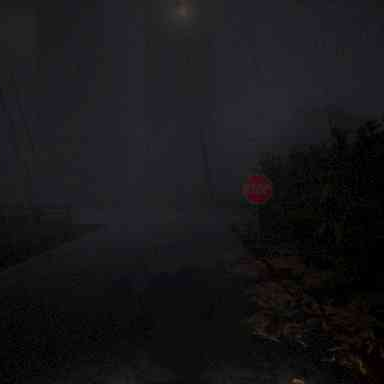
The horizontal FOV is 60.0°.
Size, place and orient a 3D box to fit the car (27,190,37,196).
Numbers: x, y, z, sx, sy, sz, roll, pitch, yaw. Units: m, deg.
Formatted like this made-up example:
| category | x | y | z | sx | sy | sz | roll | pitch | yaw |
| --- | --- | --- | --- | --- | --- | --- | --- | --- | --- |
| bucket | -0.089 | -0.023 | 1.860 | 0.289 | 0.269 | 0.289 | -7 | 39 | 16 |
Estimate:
| category | x | y | z | sx | sy | sz | roll | pitch | yaw |
| --- | --- | --- | --- | --- | --- | --- | --- | --- | --- |
| car | -37.271 | 0.317 | 79.803 | 3.866 | 1.878 | 1.905 | 0 | 1 | 0 |
